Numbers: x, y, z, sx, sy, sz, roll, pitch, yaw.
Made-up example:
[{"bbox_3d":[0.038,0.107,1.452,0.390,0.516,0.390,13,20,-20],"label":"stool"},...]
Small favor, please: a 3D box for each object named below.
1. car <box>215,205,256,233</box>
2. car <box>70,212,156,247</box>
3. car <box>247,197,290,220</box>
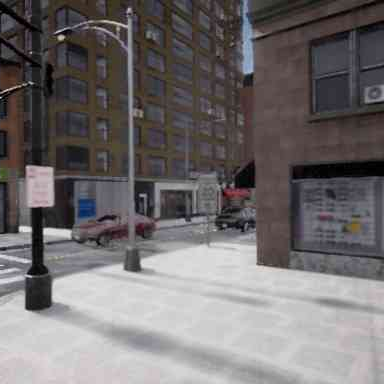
[{"bbox_3d":[3.313,1.732,21.540,1.837,1.490,4.892,-1,-1,36],"label":"car"},{"bbox_3d":[-3.738,1.734,16.550,1.812,1.442,4.674,-1,-1,35],"label":"car"},{"bbox_3d":[7.544,1.516,32.353,2.150,2.045,5.566,-1,-1,36],"label":"car"}]
